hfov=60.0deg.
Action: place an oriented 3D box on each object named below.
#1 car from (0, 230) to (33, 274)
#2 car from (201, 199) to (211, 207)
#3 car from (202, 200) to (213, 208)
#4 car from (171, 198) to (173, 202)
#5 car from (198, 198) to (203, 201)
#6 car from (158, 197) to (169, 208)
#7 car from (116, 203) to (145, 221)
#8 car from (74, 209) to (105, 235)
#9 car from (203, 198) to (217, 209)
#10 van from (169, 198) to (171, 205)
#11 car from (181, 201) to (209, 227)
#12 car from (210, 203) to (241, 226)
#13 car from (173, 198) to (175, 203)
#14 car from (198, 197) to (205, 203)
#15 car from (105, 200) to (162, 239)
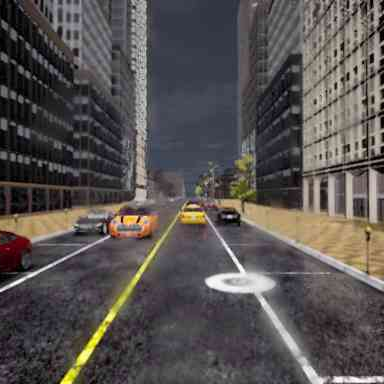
[{"bbox_3d":[-5.689,1.663,8.645,1.802,1.307,4.206,0,-1,0],"label":"car"},{"bbox_3d":[2.686,2.108,65.723,1.752,1.417,4.829,0,0,0],"label":"car"},{"bbox_3d":[2.686,2.115,59.860,1.802,1.307,4.206,0,0,0],"label":"car"},{"bbox_3d":[-5.695,2.196,71.259,1.947,1.339,4.313,0,0,0],"label":"car"},{"bbox_3d":[0.095,1.858,42.133,1.882,1.535,5.008,0,-1,0],"label":"car"},{"bbox_3d":[-5.694,1.973,59.875,1.967,1.590,4.097,0,0,0],"label":"car"},{"bbox_3d":[-5.691,1.831,31.414,1.887,1.381,4.507,0,-1,0],"label":"car"},{"bbox_3d":[-5.690,1.735,20.030,2.008,1.369,4.403,0,-1,0],"label":"car"},{"bbox_3d":[2.688,1.875,48.478,1.967,1.590,4.097,0,0,0],"label":"car"},{"bbox_3d":[-5.694,1.923,65.569,1.690,1.788,3.998,0,0,0],"label":"van"},{"bbox_3d":[0.097,1.683,24.925,1.801,1.575,5.366,0,-1,0],"label":"car"},{"bbox_3d":[2.690,1.801,25.710,1.947,1.339,4.313,0,-1,0],"label":"car"},{"bbox_3d":[-5.698,2.345,93.856,1.752,1.417,4.829,0,0,0],"label":"car"},{"bbox_3d":[2.683,2.261,94.012,1.967,1.590,4.097,0,0,0],"label":"car"},{"bbox_3d":[-3.087,1.523,18.529,2.097,1.767,4.553,0,-1,0],"label":"car"}]
